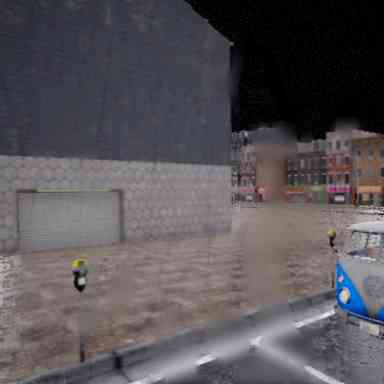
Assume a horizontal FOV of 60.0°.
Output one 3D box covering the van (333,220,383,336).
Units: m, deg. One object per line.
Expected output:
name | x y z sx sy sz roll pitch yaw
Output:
van | 4.129 1.336 5.765 3.998 1.788 1.690 0 0 -35

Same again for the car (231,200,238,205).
car | 5.630 1.635 58.662 2.033 1.411 5.357 -1 0 -35
